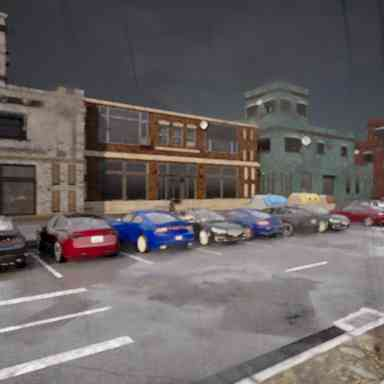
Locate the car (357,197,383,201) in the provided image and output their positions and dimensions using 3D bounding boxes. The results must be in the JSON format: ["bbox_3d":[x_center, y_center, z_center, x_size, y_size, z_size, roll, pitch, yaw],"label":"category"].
[{"bbox_3d":[13.914,1.406,25.142,2.185,1.767,4.553,0,0,-35],"label":"car"}]

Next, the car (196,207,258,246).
[{"bbox_3d":[0.365,1.492,15.483,2.231,1.521,4.892,0,0,-35],"label":"car"}]

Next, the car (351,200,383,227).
[{"bbox_3d":[11.594,1.562,23.451,2.002,1.452,4.674,0,0,-35],"label":"car"}]

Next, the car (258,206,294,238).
[{"bbox_3d":[2.533,1.536,17.013,2.002,1.452,4.674,0,0,-35],"label":"car"}]

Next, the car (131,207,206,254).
[{"bbox_3d":[-1.894,1.488,13.864,2.097,1.535,5.008,0,0,-35],"label":"car"}]

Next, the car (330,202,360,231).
[{"bbox_3d":[7.059,1.508,20.240,2.231,1.521,4.892,0,0,-35],"label":"car"}]

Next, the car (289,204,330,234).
[{"bbox_3d":[4.780,1.530,18.649,2.163,1.488,4.792,0,0,-35],"label":"car"}]

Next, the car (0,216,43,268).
[{"bbox_3d":[-6.526,1.485,10.572,2.231,1.521,4.892,0,0,-35],"label":"car"}]

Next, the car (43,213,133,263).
[{"bbox_3d":[-4.282,1.515,12.210,2.163,1.488,4.792,0,0,-35],"label":"car"}]
